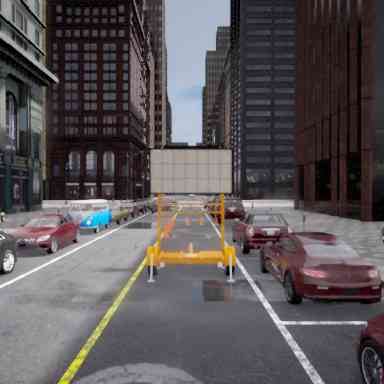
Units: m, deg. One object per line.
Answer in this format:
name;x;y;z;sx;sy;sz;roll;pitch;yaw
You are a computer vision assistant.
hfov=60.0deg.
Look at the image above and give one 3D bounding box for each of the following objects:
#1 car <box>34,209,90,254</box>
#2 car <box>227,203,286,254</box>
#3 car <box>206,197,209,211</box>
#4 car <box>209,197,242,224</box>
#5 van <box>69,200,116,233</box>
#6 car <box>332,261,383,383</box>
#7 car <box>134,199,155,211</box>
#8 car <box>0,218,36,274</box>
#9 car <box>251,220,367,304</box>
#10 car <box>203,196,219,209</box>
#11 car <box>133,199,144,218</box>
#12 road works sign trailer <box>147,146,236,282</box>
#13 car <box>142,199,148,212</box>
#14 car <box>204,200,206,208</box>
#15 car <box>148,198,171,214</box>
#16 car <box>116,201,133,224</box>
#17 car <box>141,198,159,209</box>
car;-5.796;1.583;13.443;1.802;1.307;4.206;0;0;0
car;2.728;1.441;13.467;1.967;1.590;4.097;0;0;0
car;2.688;1.323;30.374;2.192;1.841;5.009;0;0;0
car;2.701;1.320;24.738;2.192;1.841;5.009;0;0;0
van;-5.810;1.344;19.079;1.690;1.788;3.998;0;0;0
car;2.755;1.582;2.194;1.802;1.307;4.206;0;0;0
car;-5.861;1.583;41.625;1.947;1.339;4.313;0;0;0
car;-5.784;1.551;7.805;2.008;1.369;4.403;0;0;0
car;2.741;1.582;7.831;1.802;1.307;4.206;0;0;0
car;2.650;1.463;47.283;1.967;1.590;4.097;0;0;0
car;-5.835;1.590;30.352;1.802;1.307;4.206;0;0;0
road works sign trailer;-0.023;0.464;9.713;2.380;3.560;2.880;0;0;0
car;-5.848;1.579;35.989;1.947;1.339;4.313;0;0;0
car;2.677;1.578;36.011;1.947;1.339;4.313;0;0;0
car;-3.176;1.517;34.898;1.837;1.490;4.892;0;0;0
car;-5.822;1.530;24.545;1.752;1.417;4.829;0;0;0
car;-5.874;1.574;47.262;2.008;1.369;4.403;0;0;0
